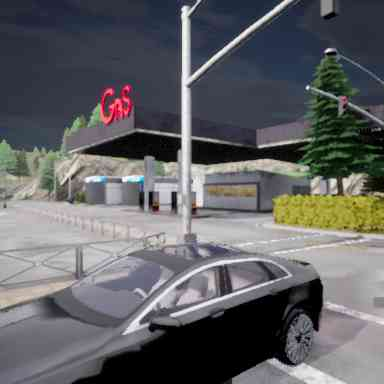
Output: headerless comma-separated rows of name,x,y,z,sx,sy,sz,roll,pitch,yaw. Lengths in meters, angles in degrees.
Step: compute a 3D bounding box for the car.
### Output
car,-0.260,1.471,4.103,4.902,1.511,2.128,0,0,-39
